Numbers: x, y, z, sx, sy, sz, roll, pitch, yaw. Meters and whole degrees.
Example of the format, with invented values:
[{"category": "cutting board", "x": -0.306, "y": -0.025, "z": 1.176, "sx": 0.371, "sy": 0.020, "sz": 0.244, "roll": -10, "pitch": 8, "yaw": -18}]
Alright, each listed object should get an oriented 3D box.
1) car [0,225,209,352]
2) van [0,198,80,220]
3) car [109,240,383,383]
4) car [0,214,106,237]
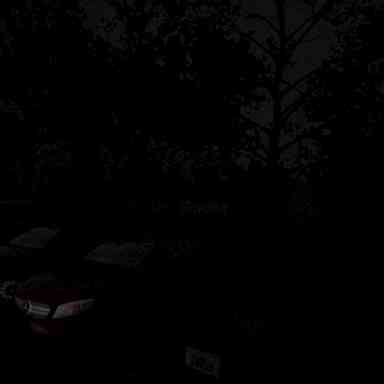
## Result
[{"category": "car", "x": -0.940, "y": 1.492, "z": 6.435, "sx": 2.002, "sy": 1.452, "sz": 4.674, "roll": 1, "pitch": 0, "yaw": 36}, {"category": "van", "x": -5.456, "y": 1.173, "z": 9.499, "sx": 1.878, "sy": 1.987, "sz": 4.442, "roll": 1, "pitch": 1, "yaw": 35}, {"category": "car", "x": 1.446, "y": 1.503, "z": 4.765, "sx": 2.163, "sy": 1.488, "sz": 4.792, "roll": 1, "pitch": 0, "yaw": 36}, {"category": "car", "x": -3.206, "y": 1.464, "z": 8.053, "sx": 2.002, "sy": 1.452, "sz": 4.674, "roll": 1, "pitch": 0, "yaw": 36}]
